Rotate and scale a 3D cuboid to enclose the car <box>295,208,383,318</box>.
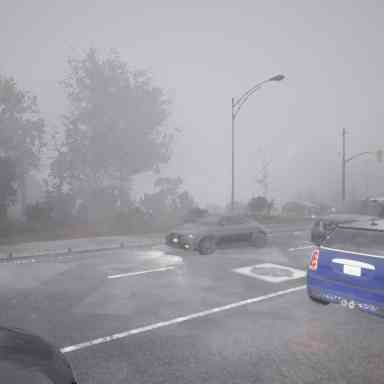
[{"bbox_3d":[4.470,1.361,6.892,4.553,1.767,2.097,0,0,-35],"label":"car"}]

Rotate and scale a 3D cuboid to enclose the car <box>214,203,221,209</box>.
[{"bbox_3d":[3.838,2.599,54.834,2.128,1.511,4.902,0,-3,-32],"label":"car"}]

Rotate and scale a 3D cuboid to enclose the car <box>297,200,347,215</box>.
[{"bbox_3d":[14.608,1.721,37.637,2.128,1.511,4.902,0,-2,-33],"label":"car"}]

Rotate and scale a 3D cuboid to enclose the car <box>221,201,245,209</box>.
[{"bbox_3d":[6.387,1.924,44.173,2.097,1.767,4.553,0,-3,-32],"label":"car"}]

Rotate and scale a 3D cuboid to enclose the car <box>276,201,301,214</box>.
[{"bbox_3d":[11.712,1.724,35.734,1.837,1.490,4.892,0,-1,-29],"label":"car"}]

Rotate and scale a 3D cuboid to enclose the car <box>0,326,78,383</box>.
[{"bbox_3d":[-3.060,1.492,1.563,4.902,1.511,2.128,0,0,-36],"label":"car"}]

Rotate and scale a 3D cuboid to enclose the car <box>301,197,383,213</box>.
[{"bbox_3d":[7.130,1.243,13.227,5.566,2.045,2.150,0,0,-34],"label":"car"}]

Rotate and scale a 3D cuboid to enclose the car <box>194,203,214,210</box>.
[{"bbox_3d":[1.040,2.608,52.711,1.812,1.442,4.674,0,-3,-32],"label":"car"}]

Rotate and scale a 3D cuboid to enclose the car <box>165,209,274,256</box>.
[{"bbox_3d":[1.039,1.574,13.254,4.181,1.385,1.994,0,0,-35],"label":"car"}]

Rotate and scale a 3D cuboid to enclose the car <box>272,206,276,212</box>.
[{"bbox_3d":[9.374,2.126,45.995,2.033,1.411,5.357,0,-3,-32],"label":"car"}]
